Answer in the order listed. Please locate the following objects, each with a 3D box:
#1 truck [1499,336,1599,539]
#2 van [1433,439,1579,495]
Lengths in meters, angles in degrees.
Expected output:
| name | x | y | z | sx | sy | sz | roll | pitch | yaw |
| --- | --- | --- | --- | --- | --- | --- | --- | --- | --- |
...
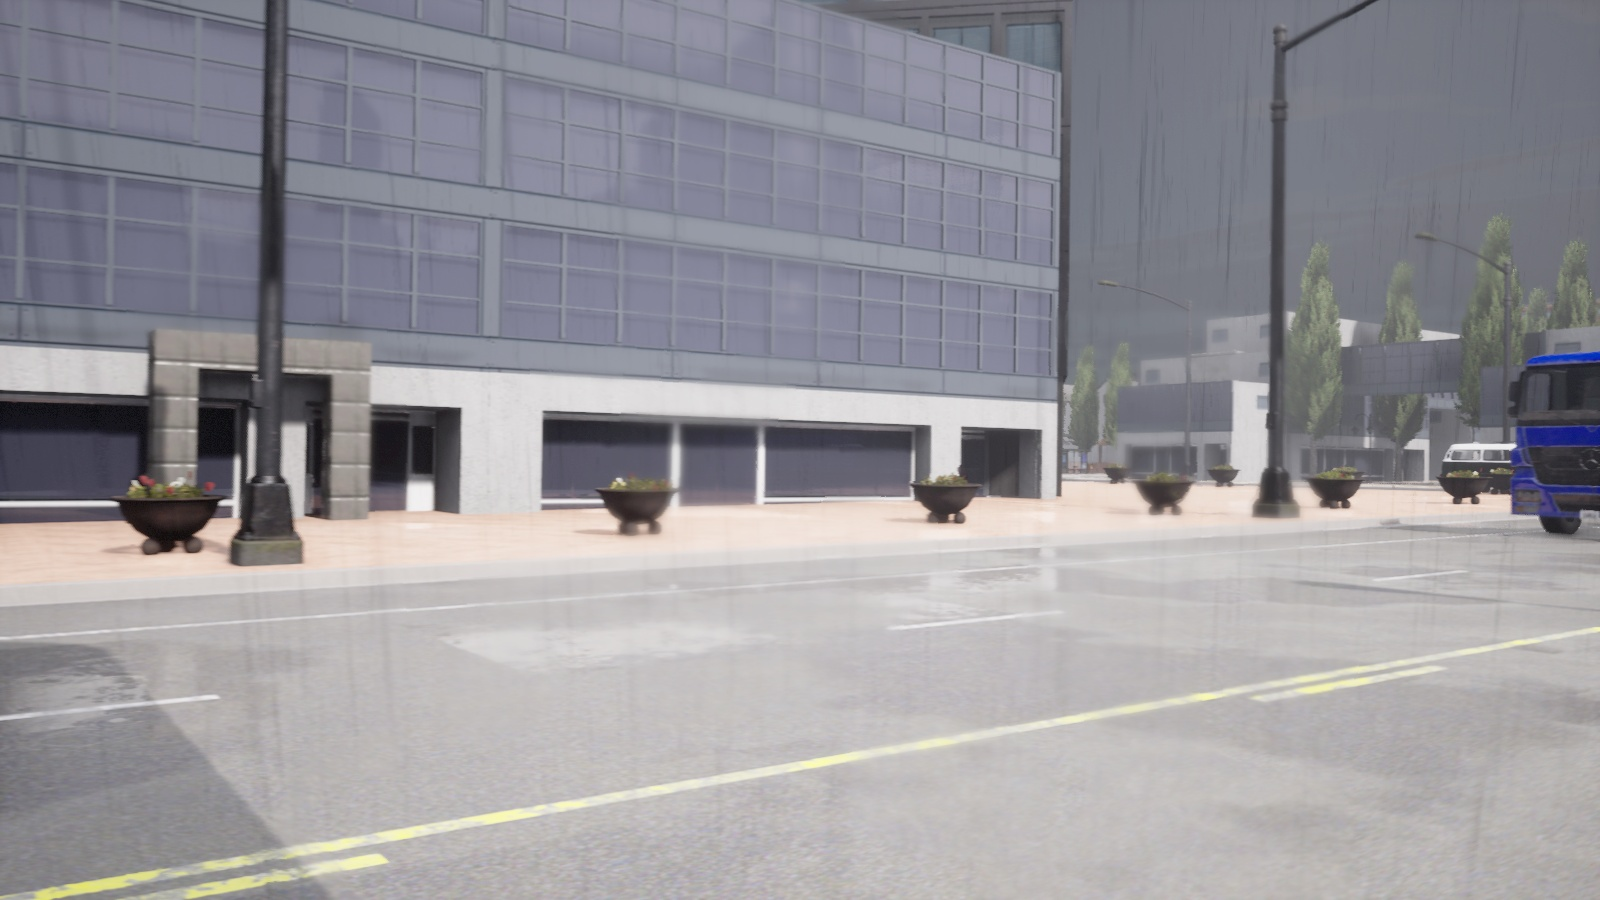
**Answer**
| name | x | y | z | sx | sy | sz | roll | pitch | yaw |
| --- | --- | --- | --- | --- | --- | --- | --- | --- | --- |
| truck | 16.780 | -0.208 | 23.868 | 7.936 | 3.462 | 2.891 | 0 | 0 | -35 |
| van | 27.398 | 0.652 | 48.863 | 2.069 | 2.038 | 4.480 | 1 | -1 | -34 |
